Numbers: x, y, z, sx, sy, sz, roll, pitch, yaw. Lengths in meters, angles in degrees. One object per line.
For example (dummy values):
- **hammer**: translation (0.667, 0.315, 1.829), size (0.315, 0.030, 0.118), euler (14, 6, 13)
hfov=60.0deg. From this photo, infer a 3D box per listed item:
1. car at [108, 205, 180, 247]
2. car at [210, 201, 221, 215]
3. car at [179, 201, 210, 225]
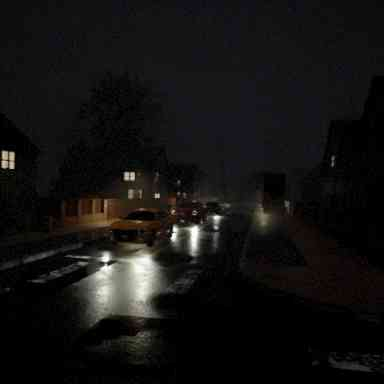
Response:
- **car**: translation (-2.216, 1.526, 15.685), size (1.882, 1.535, 5.008), euler (1, 0, 11)
- **car**: translation (2.239, 1.806, 37.470), size (1.812, 1.442, 4.674), euler (1, -1, 12)
- **car**: translation (-0.207, 1.493, 25.570), size (2.097, 1.767, 4.553), euler (1, 0, 12)
